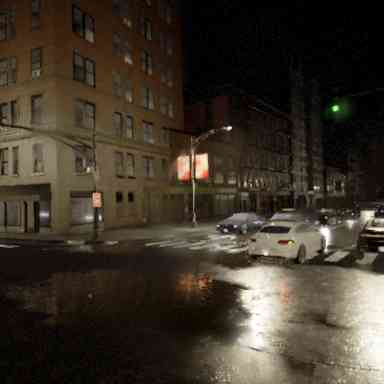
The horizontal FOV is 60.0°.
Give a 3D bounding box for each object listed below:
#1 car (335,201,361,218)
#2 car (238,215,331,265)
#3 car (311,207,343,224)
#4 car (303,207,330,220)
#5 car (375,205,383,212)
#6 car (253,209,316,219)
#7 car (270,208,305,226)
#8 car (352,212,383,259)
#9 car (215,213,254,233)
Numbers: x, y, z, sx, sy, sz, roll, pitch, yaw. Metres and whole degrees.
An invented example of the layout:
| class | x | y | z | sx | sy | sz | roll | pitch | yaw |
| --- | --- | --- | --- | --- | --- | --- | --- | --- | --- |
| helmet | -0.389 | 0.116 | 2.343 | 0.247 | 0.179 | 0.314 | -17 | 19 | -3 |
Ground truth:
| class | x | y | z | sx | sy | sz | roll | pitch | yaw |
| --- | --- | --- | --- | --- | --- | --- | --- | --- | --- |
| car | 18.392 | 2.072 | 39.187 | 2.150 | 2.045 | 5.566 | -2 | -2 | 36 |
| car | 3.835 | 1.852 | 13.115 | 1.812 | 1.442 | 4.674 | -2 | -2 | 36 |
| car | 12.082 | 2.309 | 30.446 | 1.895 | 1.301 | 4.718 | -2 | -2 | 35 |
| car | 15.151 | 2.514 | 40.221 | 1.994 | 1.385 | 4.181 | -2 | -2 | 36 |
| car | 23.429 | 2.332 | 40.444 | 2.033 | 1.411 | 5.357 | -2 | -2 | 36 |
| car | 6.454 | 2.125 | 22.681 | 2.033 | 1.411 | 5.357 | -2 | -2 | 36 |
| car | 9.327 | 2.345 | 32.202 | 1.812 | 1.442 | 4.674 | -2 | -2 | 36 |
| car | 7.821 | 1.737 | 13.110 | 2.128 | 1.511 | 4.902 | -2 | -2 | 36 |
| car | 3.815 | 2.238 | 24.573 | 2.033 | 1.411 | 5.357 | -2 | -2 | 36 |
